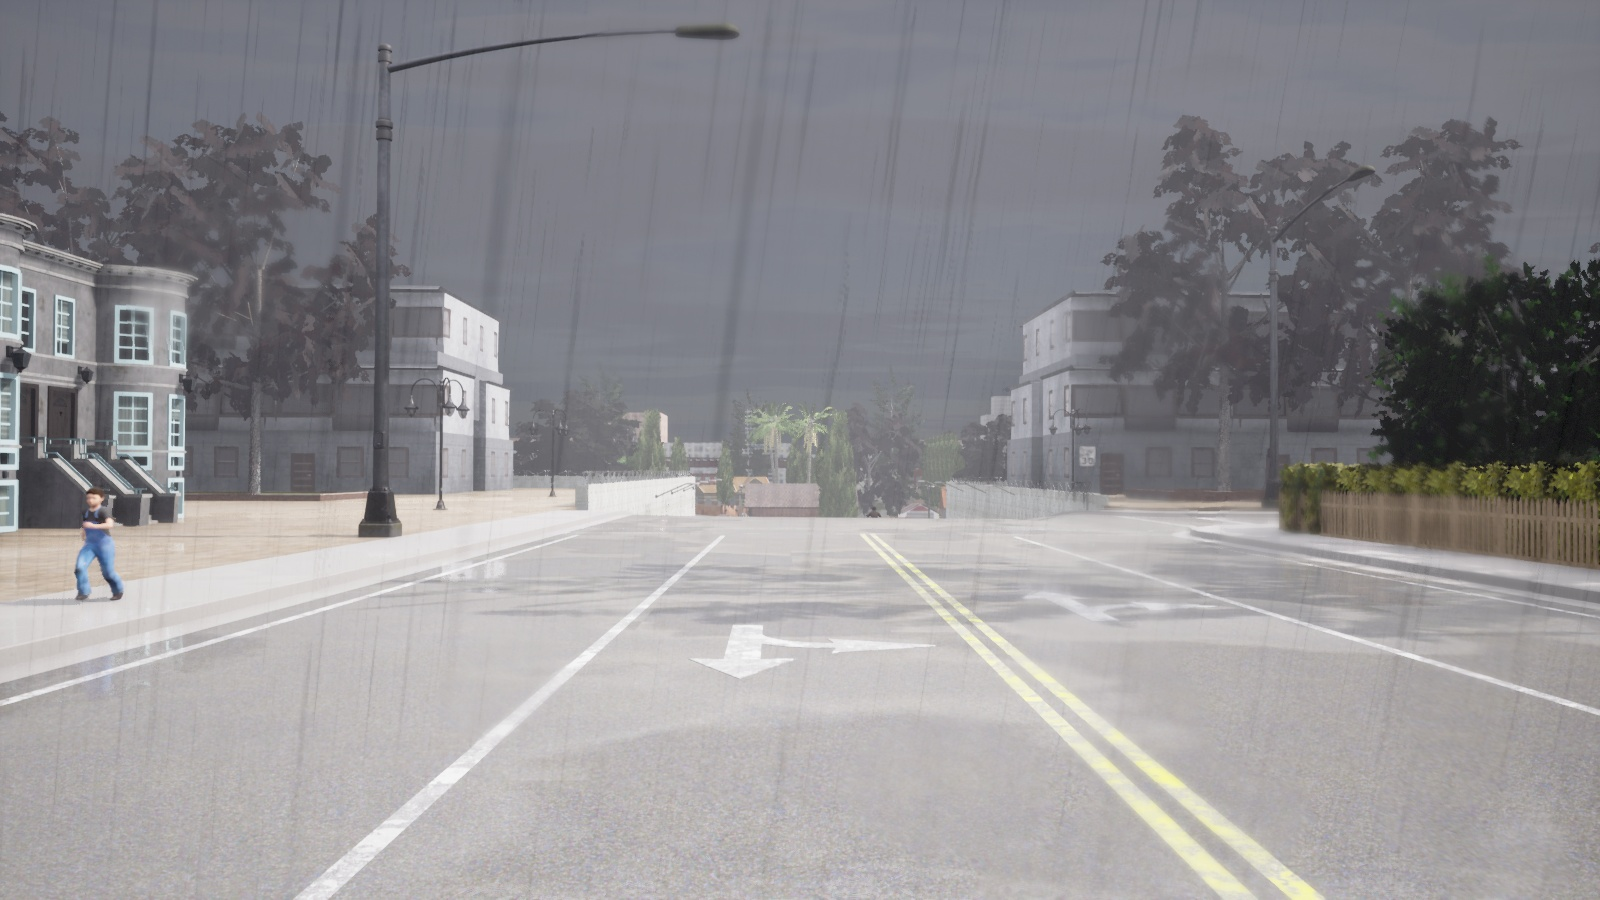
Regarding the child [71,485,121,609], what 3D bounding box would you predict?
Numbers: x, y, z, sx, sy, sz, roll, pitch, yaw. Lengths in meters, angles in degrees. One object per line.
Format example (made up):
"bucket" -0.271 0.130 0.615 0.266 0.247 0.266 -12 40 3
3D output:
"child" -7.313 0.996 13.056 0.270 1.263 0.437 0 -1 -1
